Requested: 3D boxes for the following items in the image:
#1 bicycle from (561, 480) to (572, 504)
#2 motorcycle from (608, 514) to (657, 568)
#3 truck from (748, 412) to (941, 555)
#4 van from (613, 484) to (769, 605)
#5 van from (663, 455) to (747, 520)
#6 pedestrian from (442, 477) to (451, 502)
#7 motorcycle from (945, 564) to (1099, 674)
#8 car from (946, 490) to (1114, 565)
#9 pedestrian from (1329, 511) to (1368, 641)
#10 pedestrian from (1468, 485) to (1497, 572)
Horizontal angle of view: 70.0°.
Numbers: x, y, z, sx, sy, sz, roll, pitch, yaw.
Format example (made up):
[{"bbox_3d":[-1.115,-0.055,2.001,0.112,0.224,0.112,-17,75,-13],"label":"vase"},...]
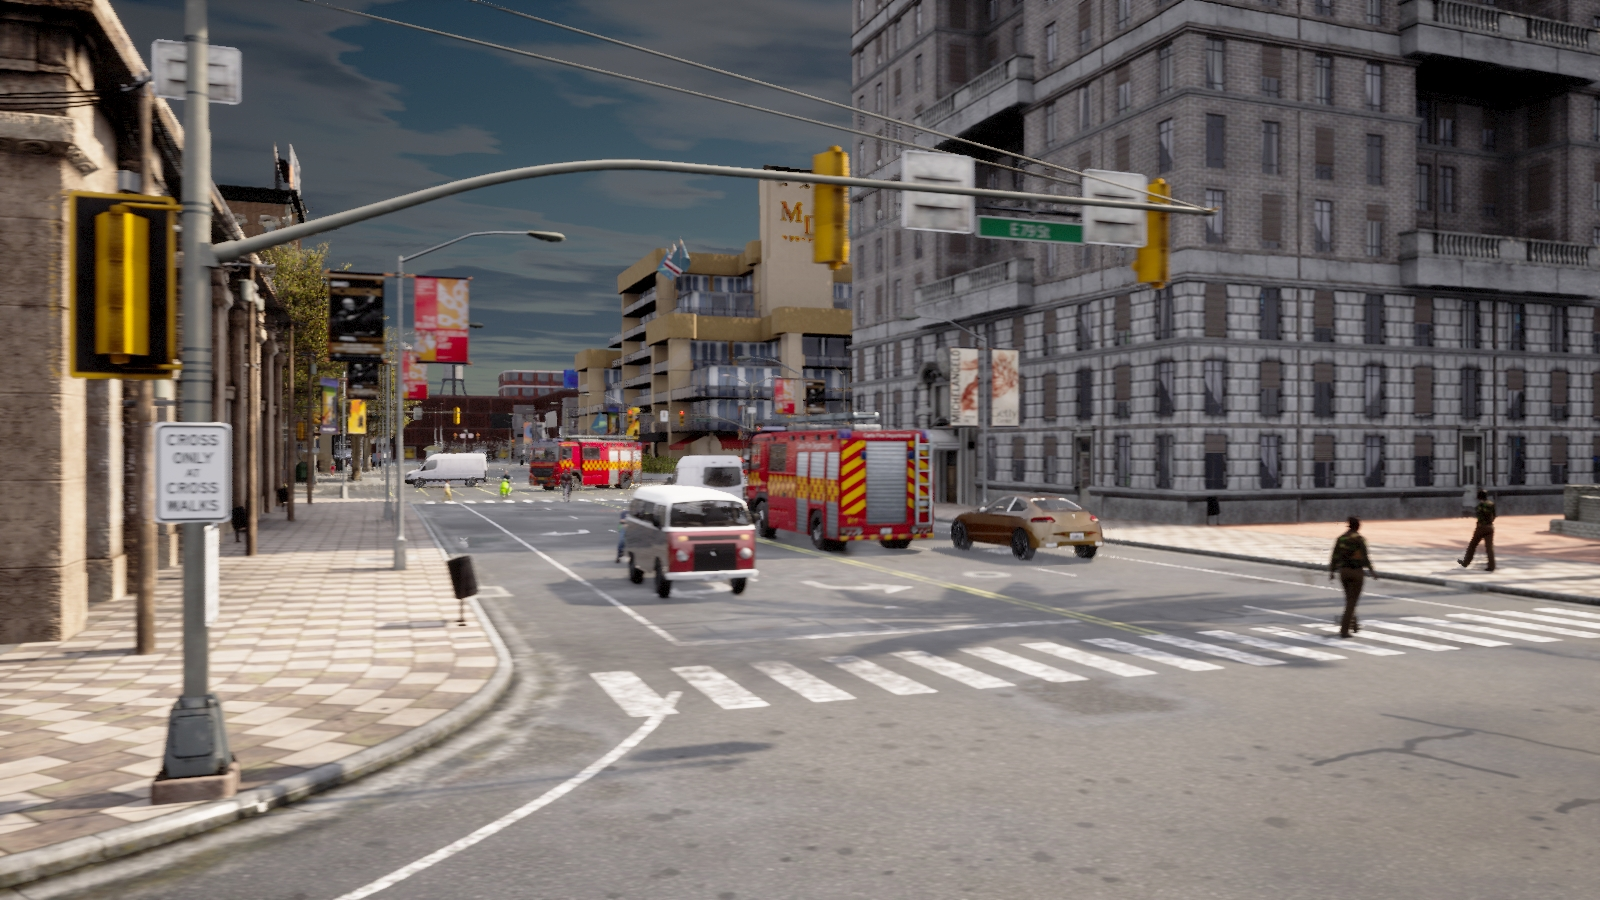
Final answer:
[{"bbox_3d":[-12.346,2.210,60.488,0.329,1.171,1.835,0,0,-19],"label":"bicycle"},{"bbox_3d":[-4.140,2.213,28.139,0.803,1.145,2.033,0,0,-20],"label":"motorcycle"},{"bbox_3d":[1.065,0.891,34.982,2.891,3.827,8.468,0,0,-20],"label":"truck"},{"bbox_3d":[-2.323,1.783,23.127,2.069,2.038,4.480,0,0,-20],"label":"van"},{"bbox_3d":[-4.089,1.531,48.211,1.988,2.561,5.915,0,-1,-21],"label":"van"},{"bbox_3d":[-18.966,2.129,61.320,0.375,1.300,0.375,0,0,-8],"label":"pedestrian"},{"bbox_3d":[2.914,2.182,15.013,1.805,1.236,0.856,0,0,-20],"label":"motorcycle"},{"bbox_3d":[6.031,1.992,30.722,2.152,1.651,5.027,0,0,-20],"label":"car"},{"bbox_3d":[8.128,1.849,16.923,0.375,1.860,0.375,0,0,-31],"label":"pedestrian"},{"bbox_3d":[14.826,1.697,24.818,0.375,1.860,0.375,0,0,-9],"label":"pedestrian"}]
